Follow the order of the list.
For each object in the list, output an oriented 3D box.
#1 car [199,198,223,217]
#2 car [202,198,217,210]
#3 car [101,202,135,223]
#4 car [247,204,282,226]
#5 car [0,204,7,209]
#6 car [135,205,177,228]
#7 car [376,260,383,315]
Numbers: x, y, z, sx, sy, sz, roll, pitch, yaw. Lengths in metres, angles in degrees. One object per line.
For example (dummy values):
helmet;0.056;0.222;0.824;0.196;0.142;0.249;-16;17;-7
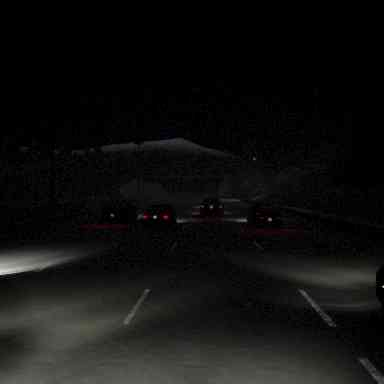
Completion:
car;1.766;1.348;30.789;2.097;1.767;4.553;0;0;2
car;2.275;1.558;43.778;1.994;1.385;4.181;0;0;2
car;-5.443;1.474;25.611;1.882;1.535;5.008;0;0;2
car;4.961;1.522;23.014;1.812;1.442;4.674;0;0;2
car;-16.156;1.488;25.380;2.128;1.511;4.902;0;0;2
car;-2.072;1.544;22.178;2.033;1.411;5.357;0;0;2
car;3.992;1.220;3.174;2.150;2.045;5.566;0;0;4
